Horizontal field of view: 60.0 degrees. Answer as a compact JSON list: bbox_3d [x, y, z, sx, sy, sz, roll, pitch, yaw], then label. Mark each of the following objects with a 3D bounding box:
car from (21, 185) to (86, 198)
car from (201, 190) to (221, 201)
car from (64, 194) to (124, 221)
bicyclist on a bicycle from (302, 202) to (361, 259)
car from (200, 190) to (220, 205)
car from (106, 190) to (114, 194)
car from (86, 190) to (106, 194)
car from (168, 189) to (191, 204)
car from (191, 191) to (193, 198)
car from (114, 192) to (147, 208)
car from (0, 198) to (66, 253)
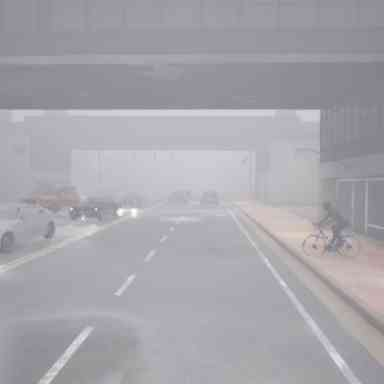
[{"bbox_3d":[-9.493,0.560,22.513,2.150,2.045,5.566,1,1,4],"label":"car"},{"bbox_3d":[2.826,0.404,47.189,2.033,1.411,5.357,1,1,12],"label":"car"},{"bbox_3d":[-6.074,1.009,21.138,1.895,1.301,4.718,1,1,3],"label":"car"},{"bbox_3d":[3.990,1.105,9.488,1.656,1.620,0.582,1,1,3],"label":"bicyclist on a bicycle"},{"bbox_3d":[1.923,0.674,36.539,1.994,1.385,4.181,1,1,3],"label":"car"},{"bbox_3d":[-8.886,0.569,33.288,2.128,1.511,4.902,1,1,4],"label":"car"},{"bbox_3d":[-9.101,0.531,28.203,1.812,1.442,4.674,1,1,3],"label":"car"},{"bbox_3d":[-1.517,0.573,37.648,1.812,1.442,4.674,1,1,3],"label":"car"},{"bbox_3d":[-0.990,0.271,49.114,1.837,1.490,4.892,1,1,2],"label":"car"},{"bbox_3d":[-5.513,0.730,31.140,1.994,1.385,4.181,1,1,3],"label":"car"},{"bbox_3d":[-6.560,1.155,12.032,1.812,1.442,4.674,1,1,3],"label":"car"}]
